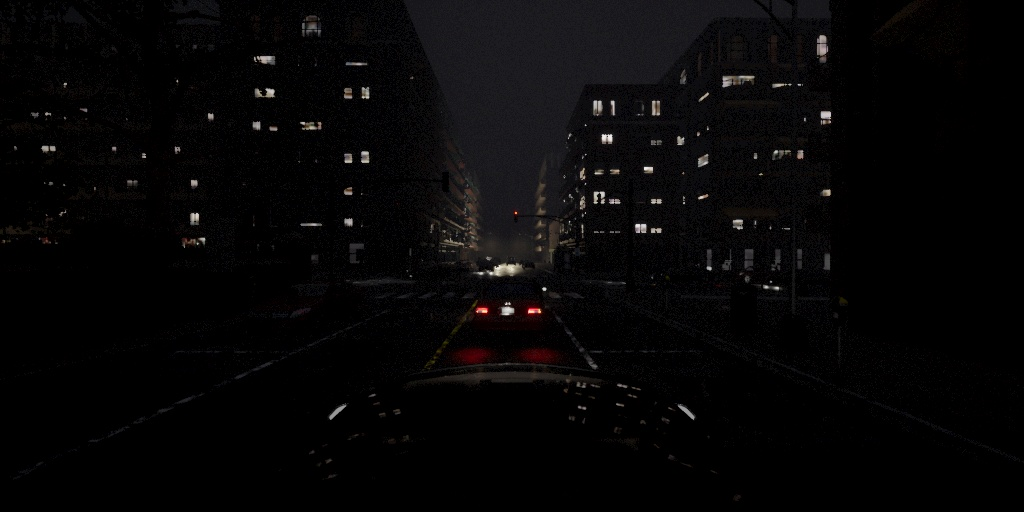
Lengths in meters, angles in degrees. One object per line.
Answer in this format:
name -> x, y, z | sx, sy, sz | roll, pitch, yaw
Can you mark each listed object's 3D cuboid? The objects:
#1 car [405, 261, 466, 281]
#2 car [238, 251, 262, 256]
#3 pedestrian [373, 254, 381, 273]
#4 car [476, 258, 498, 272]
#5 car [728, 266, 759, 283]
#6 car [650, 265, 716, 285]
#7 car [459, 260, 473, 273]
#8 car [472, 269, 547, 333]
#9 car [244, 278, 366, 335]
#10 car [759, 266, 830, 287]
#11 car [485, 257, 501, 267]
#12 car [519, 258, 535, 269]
car -> -6.604, 1.334, 30.439 | 1.895, 1.301, 4.718 | 2, 1, 42
car -> -17.606, 0.694, 25.075 | 5.566, 2.045, 2.150 | 1, 0, -1
pedestrian -> -12.807, 0.652, 33.884 | 0.375, 1.860, 0.375 | 0, -1, -1
car -> -3.231, 1.296, 46.208 | 2.033, 1.411, 5.357 | 0, 0, 0
car -> 21.293, 1.571, 31.431 | 4.097, 1.591, 1.967 | 0, 0, -1
car -> 13.690, 1.502, 28.752 | 4.902, 1.511, 2.128 | 1, 0, -1
car -> -5.811, 1.188, 42.912 | 1.967, 1.591, 4.097 | 0, 0, 0
car -> 0.052, 1.297, 10.715 | 2.033, 1.411, 5.357 | 0, 0, 3
car -> -5.713, 1.331, 10.502 | 1.802, 1.307, 4.207 | 0, 0, 0
car -> 23.499, 1.732, 28.906 | 5.357, 1.411, 2.033 | 1, 0, -1
car -> -3.253, 1.274, 61.521 | 1.812, 1.442, 4.674 | 0, 0, 0
car -> 2.535, 1.299, 54.209 | 2.007, 1.370, 4.403 | 0, 0, 0
